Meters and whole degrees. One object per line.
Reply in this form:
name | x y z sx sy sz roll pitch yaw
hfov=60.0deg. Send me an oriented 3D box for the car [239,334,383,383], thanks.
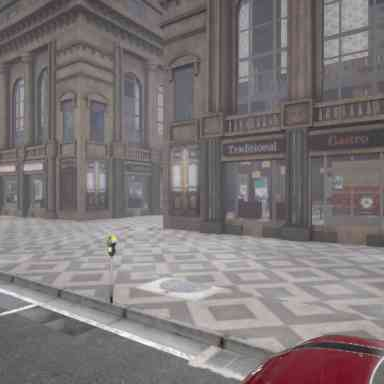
car | 1.982 1.440 1.542 4.097 1.590 1.967 0 0 36
